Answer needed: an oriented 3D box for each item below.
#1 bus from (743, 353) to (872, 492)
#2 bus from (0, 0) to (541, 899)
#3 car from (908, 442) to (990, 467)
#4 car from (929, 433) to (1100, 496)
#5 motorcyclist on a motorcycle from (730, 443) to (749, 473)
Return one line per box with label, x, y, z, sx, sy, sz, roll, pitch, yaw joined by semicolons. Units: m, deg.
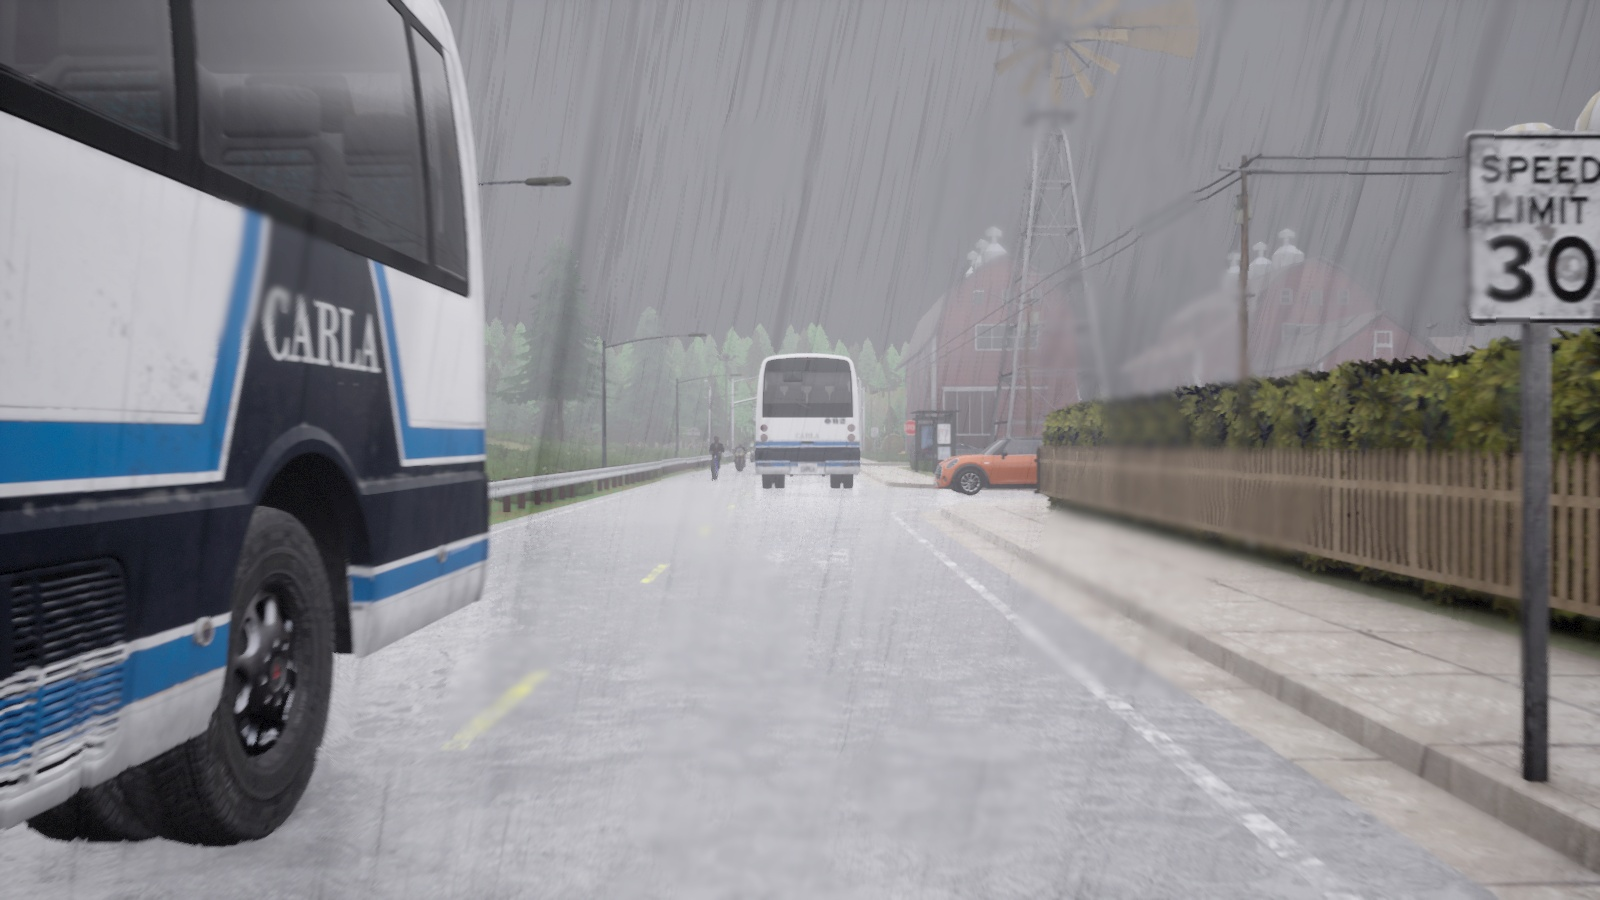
bus;0.264;-0.876;43.576;3.944;4.253;10.273;0;0;0
bus;-3.472;-0.644;1.985;3.944;4.253;10.273;0;1;0
car;9.365;0.263;79.176;4.902;1.511;2.128;0;0;1
car;6.136;0.406;36.257;4.553;1.767;2.097;0;0;-1
motorcyclist on a motorcycle;-3.115;0.411;65.091;0.866;1.530;2.191;0;0;0
